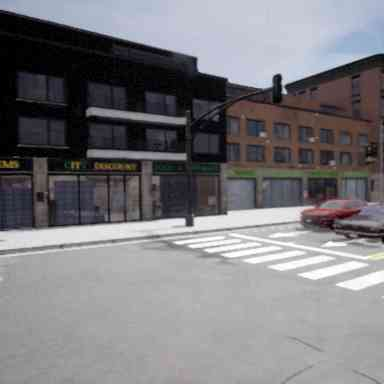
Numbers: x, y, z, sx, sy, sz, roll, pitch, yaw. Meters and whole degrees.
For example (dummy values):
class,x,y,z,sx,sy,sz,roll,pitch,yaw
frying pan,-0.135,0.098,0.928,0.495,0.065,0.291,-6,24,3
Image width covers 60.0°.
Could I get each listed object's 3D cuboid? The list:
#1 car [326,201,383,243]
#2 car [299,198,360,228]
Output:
class,x,y,z,sx,sy,sz,roll,pitch,yaw
car,8.359,1.221,14.140,5.357,1.411,2.033,-1,1,-33
car,7.794,1.100,17.666,5.008,1.535,1.882,-1,1,-34
